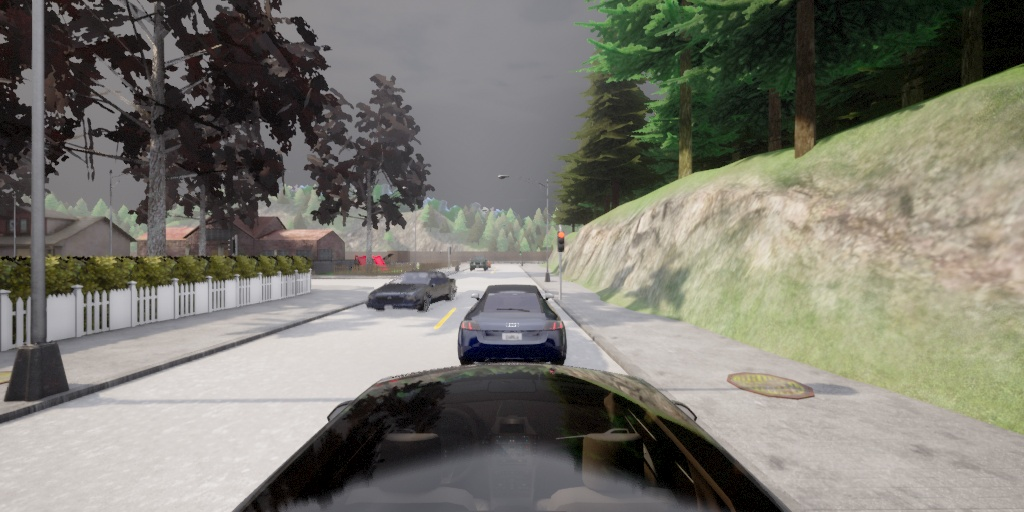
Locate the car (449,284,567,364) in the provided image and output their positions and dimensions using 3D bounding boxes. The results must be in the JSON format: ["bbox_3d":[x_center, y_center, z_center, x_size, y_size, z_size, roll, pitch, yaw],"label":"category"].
[{"bbox_3d":[0.008,1.313,7.986,1.994,1.385,4.181,0,0,0],"label":"car"}]

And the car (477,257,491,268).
[{"bbox_3d":[-4.579,1.095,59.301,2.097,1.767,4.553,0,0,0],"label":"car"}]

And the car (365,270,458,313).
[{"bbox_3d":[-3.690,1.296,14.425,2.033,1.411,5.357,0,0,8],"label":"car"}]

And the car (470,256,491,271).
[{"bbox_3d":[-4.513,0.967,49.473,2.150,2.045,5.566,0,0,0],"label":"car"}]
